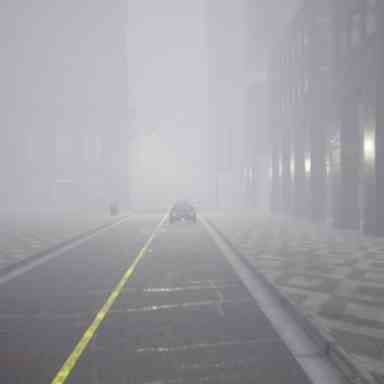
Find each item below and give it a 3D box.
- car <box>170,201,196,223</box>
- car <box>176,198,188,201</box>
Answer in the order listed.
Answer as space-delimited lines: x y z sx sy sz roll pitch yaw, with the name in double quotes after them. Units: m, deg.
-0.691 1.609 25.283 1.895 1.301 4.718 0 0 -2 "car"
-1.213 1.513 41.334 2.128 1.511 4.902 0 0 -2 "car"
